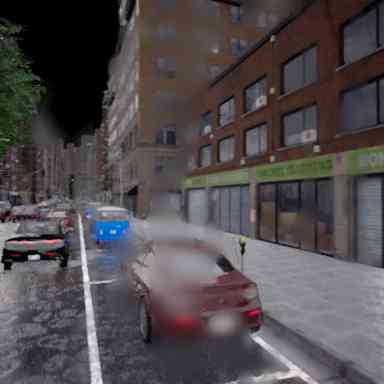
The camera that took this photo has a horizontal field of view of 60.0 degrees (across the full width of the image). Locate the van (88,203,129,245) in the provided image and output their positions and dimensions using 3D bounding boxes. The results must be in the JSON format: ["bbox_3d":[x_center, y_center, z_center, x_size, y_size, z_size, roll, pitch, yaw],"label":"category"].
[{"bbox_3d":[-4.309,1.670,17.360,1.690,1.788,3.998,1,-1,-19],"label":"van"}]

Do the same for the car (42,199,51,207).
[{"bbox_3d":[-32.080,2.744,71.727,1.752,1.417,4.829,1,-1,-19],"label":"car"}]

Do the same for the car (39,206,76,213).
[{"bbox_3d":[-9.197,1.943,23.089,1.812,1.442,4.674,1,-1,-19],"label":"car"}]

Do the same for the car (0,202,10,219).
[{"bbox_3d":[-17.890,1.835,30.596,2.192,1.841,5.009,1,-1,-19],"label":"car"}]

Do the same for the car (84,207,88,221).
[{"bbox_3d":[-6.155,1.969,22.707,1.887,1.381,4.507,1,-1,-19],"label":"car"}]

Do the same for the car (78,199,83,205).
[{"bbox_3d":[-29.420,3.023,90.157,1.967,1.590,4.097,1,-1,-19],"label":"car"}]

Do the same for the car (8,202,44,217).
[{"bbox_3d":[-15.144,2.010,30.561,1.882,1.535,5.008,1,-1,-19],"label":"car"}]

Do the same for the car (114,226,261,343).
[{"bbox_3d":[-0.332,1.664,6.725,1.812,1.442,4.674,1,-1,-19],"label":"car"}]

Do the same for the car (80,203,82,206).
[{"bbox_3d":[-11.691,2.271,38.757,1.947,1.339,4.313,1,-1,-19],"label":"car"}]

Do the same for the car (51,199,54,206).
[{"bbox_3d":[-33.912,2.861,77.039,2.008,1.369,4.403,1,-1,-19],"label":"car"}]

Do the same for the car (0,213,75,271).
[{"bbox_3d":[-5.317,1.707,11.833,2.128,1.511,4.902,1,-1,-19],"label":"car"}]

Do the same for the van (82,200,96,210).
[{"bbox_3d":[-9.845,1.954,33.411,1.690,1.788,3.998,1,-1,-19],"label":"van"}]

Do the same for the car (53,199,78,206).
[{"bbox_3d":[-15.123,2.063,39.956,2.097,1.767,4.553,1,-1,-19],"label":"car"}]
